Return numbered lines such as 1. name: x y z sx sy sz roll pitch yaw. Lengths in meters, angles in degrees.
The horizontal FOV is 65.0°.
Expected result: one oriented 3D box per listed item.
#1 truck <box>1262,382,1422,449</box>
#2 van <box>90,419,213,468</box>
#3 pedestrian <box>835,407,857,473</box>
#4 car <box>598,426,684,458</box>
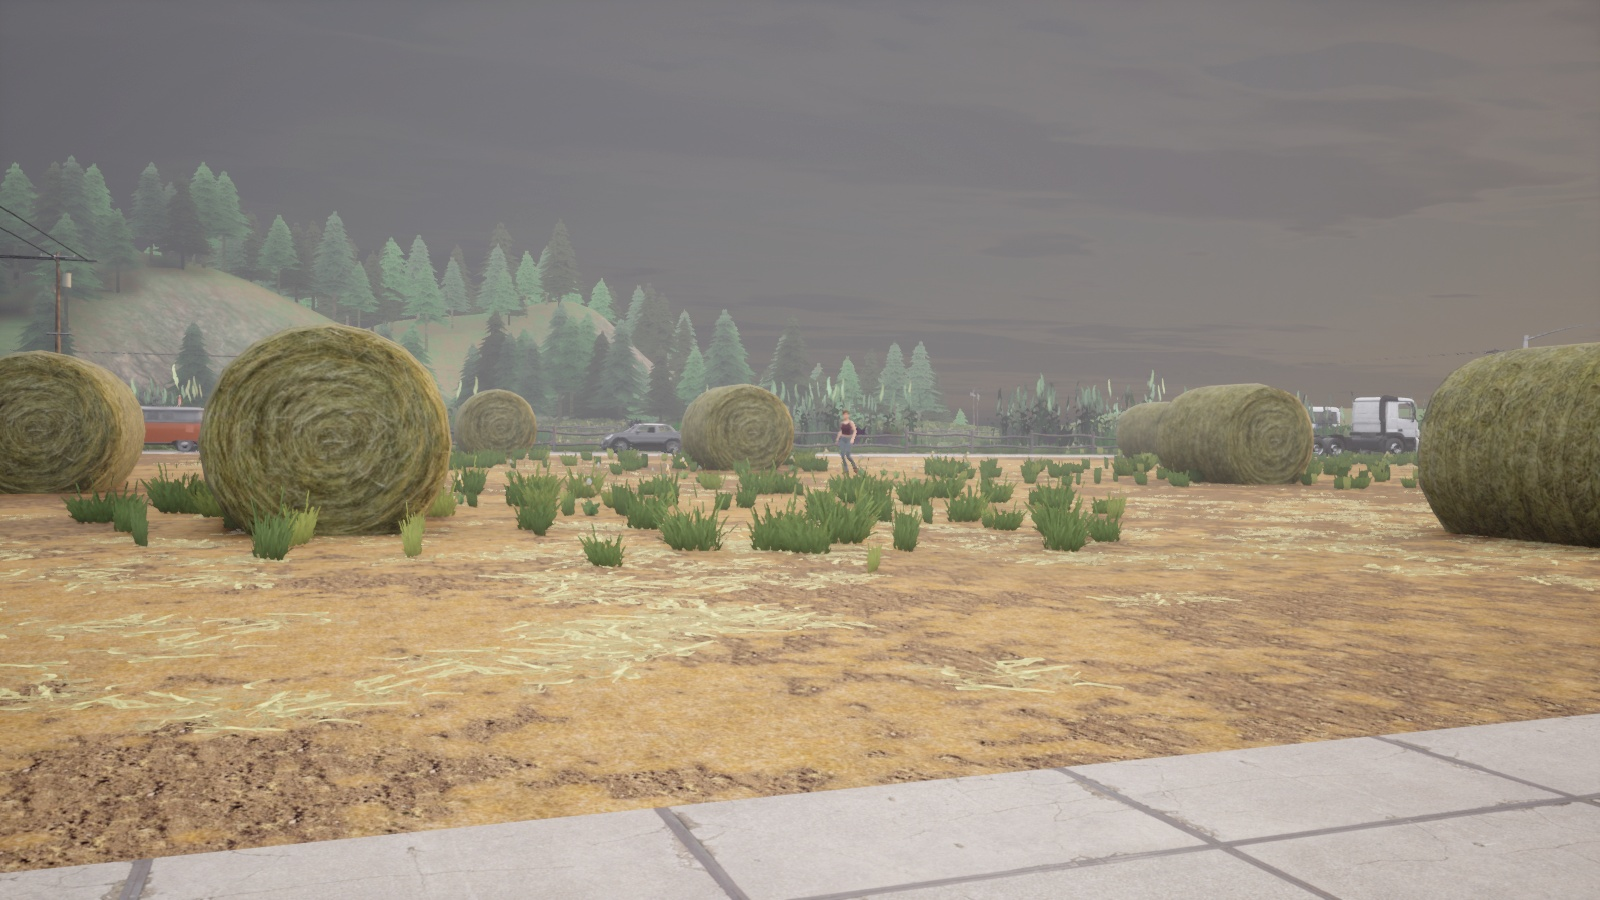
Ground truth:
1. truck: 29.341 -1.891 68.007 7.936 3.462 2.891 -1 1 -17
2. van: -27.911 -0.300 54.211 4.442 1.987 1.775 -1 1 -17
3. pedestrian: 1.297 -0.293 35.348 0.345 1.836 0.594 0 1 31
4. car: -7.683 -0.417 60.386 3.806 1.475 1.970 -1 1 -17
